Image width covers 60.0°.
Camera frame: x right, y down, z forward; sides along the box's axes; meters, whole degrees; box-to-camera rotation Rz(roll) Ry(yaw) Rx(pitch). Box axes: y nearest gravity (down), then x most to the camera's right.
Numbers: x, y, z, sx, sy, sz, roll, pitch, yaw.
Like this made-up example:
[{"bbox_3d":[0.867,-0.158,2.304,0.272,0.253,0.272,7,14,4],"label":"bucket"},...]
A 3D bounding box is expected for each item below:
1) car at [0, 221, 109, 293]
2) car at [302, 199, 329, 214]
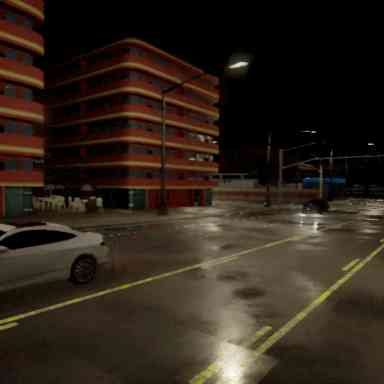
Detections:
[{"bbox_3d":[-3.961,1.402,7.212,1.812,1.442,4.674,1,0,37],"label":"car"},{"bbox_3d":[13.407,1.547,35.946,1.837,1.490,4.892,1,0,37],"label":"car"}]
